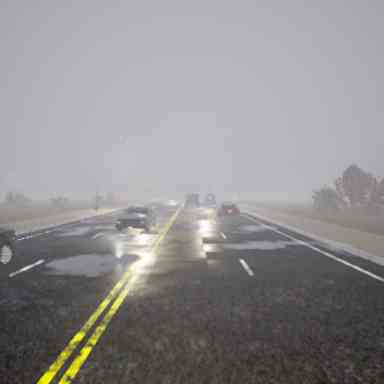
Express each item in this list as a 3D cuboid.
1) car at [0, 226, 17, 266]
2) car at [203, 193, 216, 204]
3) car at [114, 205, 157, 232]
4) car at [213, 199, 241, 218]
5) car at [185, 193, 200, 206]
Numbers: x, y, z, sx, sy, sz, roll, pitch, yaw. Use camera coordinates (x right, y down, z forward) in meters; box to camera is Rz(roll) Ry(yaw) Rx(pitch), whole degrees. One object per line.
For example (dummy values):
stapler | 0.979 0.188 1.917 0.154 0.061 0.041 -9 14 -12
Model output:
car | -6.593 1.477 8.680 1.882 1.535 5.008 0 0 0
car | 3.248 1.257 61.956 2.150 2.045 5.566 0 -1 0
car | -3.289 1.543 20.536 2.033 1.411 5.357 0 0 1
car | 3.250 1.598 30.418 1.994 1.385 4.181 0 0 0
car | 0.097 1.202 54.352 2.150 2.045 5.566 0 -1 0
